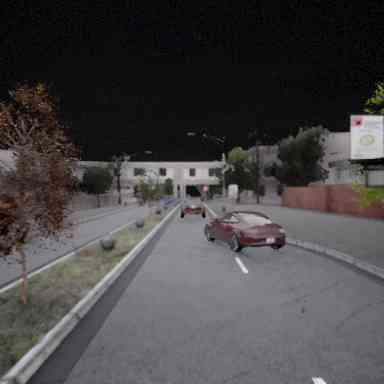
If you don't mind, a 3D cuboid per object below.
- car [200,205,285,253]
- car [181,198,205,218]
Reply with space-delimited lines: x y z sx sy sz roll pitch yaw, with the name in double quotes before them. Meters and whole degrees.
"car" 2.021 1.493 13.615 1.812 1.442 4.674 0 0 -17
"car" 0.107 1.284 29.933 2.097 1.767 4.553 0 0 0
